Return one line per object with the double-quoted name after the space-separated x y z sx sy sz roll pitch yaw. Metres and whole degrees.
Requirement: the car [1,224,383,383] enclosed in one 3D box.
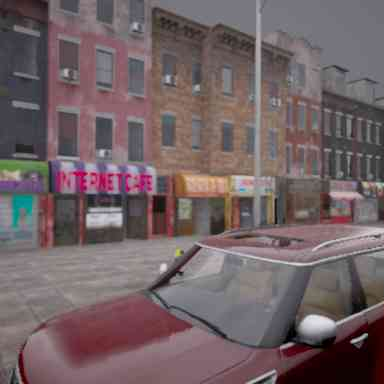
0.877 1.342 3.461 5.009 1.841 2.192 1 0 -36 "car"
